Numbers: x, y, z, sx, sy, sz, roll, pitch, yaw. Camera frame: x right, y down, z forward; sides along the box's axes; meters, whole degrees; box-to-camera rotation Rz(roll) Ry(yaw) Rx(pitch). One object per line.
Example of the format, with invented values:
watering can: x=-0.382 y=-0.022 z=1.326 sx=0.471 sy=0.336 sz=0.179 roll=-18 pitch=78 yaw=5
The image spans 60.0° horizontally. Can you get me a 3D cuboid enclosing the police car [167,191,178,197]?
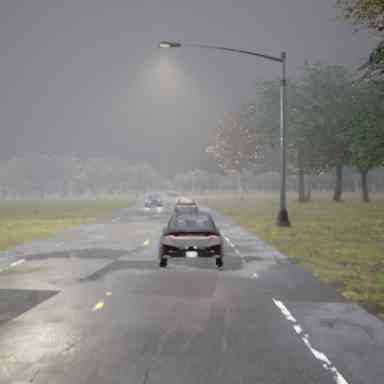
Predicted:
police car: x=-5.166 y=0.677 z=95.018 sx=1.930 sy=1.638 sz=5.238 roll=0 pitch=0 yaw=-7

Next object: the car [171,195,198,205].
car: x=-0.507 y=1.269 z=27.756 sx=2.128 sy=1.511 sz=4.902 roll=0 pitch=1 yaw=-2

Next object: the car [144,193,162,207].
car: x=-4.933 y=1.007 z=42.893 sx=2.097 sy=1.767 sz=4.553 roll=0 pitch=1 yaw=-3

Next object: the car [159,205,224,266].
car: x=-0.042 y=1.402 z=11.163 sx=2.128 sy=1.511 sz=4.902 roll=0 pitch=1 yaw=-1

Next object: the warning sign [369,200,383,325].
warning sign: x=3.534 y=1.074 z=4.847 sx=1.300 sy=1.860 sz=1.060 roll=1 pitch=1 yaw=-1
